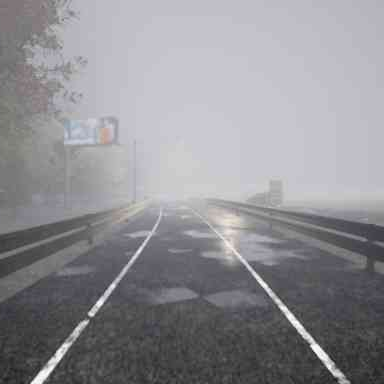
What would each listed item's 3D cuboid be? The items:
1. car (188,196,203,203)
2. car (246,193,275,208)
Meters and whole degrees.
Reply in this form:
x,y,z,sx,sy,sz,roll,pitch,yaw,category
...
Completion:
x,y,z,sx,sy,sz,roll,pitch,yaw,category
0.668,1.544,69.330,1.895,1.301,4.718,0,0,-18,car
9.124,1.106,43.731,2.150,2.045,5.566,0,0,-18,car
